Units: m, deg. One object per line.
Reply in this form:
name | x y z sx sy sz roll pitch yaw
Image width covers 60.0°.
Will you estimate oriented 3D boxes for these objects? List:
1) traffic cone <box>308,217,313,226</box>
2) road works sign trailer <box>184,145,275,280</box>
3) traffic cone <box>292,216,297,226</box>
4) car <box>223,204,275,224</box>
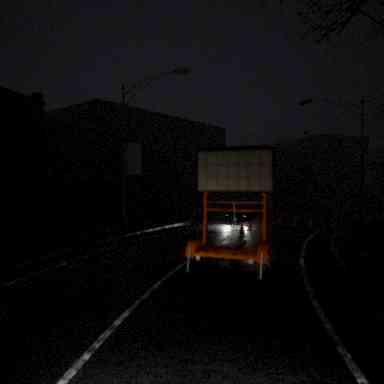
traffic cone | 7.669 1.908 21.525 0.340 0.580 0.340 1 0 23
road works sign trailer | 1.319 0.427 10.115 2.380 3.560 2.880 0 0 21
traffic cone | 6.748 1.895 21.914 0.340 0.580 0.340 1 0 23
car | 4.275 1.445 23.993 2.033 1.411 5.357 1 1 34
